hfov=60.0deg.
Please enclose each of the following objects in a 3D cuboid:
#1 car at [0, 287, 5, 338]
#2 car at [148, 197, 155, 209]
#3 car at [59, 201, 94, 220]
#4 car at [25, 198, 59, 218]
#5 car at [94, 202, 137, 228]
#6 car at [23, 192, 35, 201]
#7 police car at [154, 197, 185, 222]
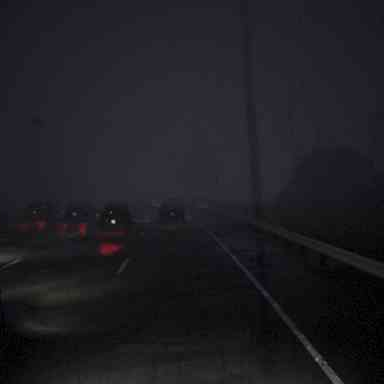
[{"bbox_3d":[-3.514,1.471,2.644,1.882,1.535,5.008,0,0,-1],"label":"car"},{"bbox_3d":[-4.333,1.332,41.583,1.812,1.442,4.674,0,0,-11],"label":"car"},{"bbox_3d":[-8.856,1.413,26.516,1.812,1.442,4.674,0,0,-7],"label":"car"},{"bbox_3d":[-12.673,1.376,28.444,2.128,1.511,4.902,0,0,-8],"label":"car"},{"bbox_3d":[-4.690,1.410,21.214,1.837,1.490,4.892,0,0,-6],"label":"car"},{"bbox_3d":[-36.558,0.928,74.637,2.150,2.045,5.566,0,0,-23],"label":"car"},{"bbox_3d":[-1.637,1.306,25.168,1.930,1.638,5.238,0,0,-7],"label":"police car"}]
